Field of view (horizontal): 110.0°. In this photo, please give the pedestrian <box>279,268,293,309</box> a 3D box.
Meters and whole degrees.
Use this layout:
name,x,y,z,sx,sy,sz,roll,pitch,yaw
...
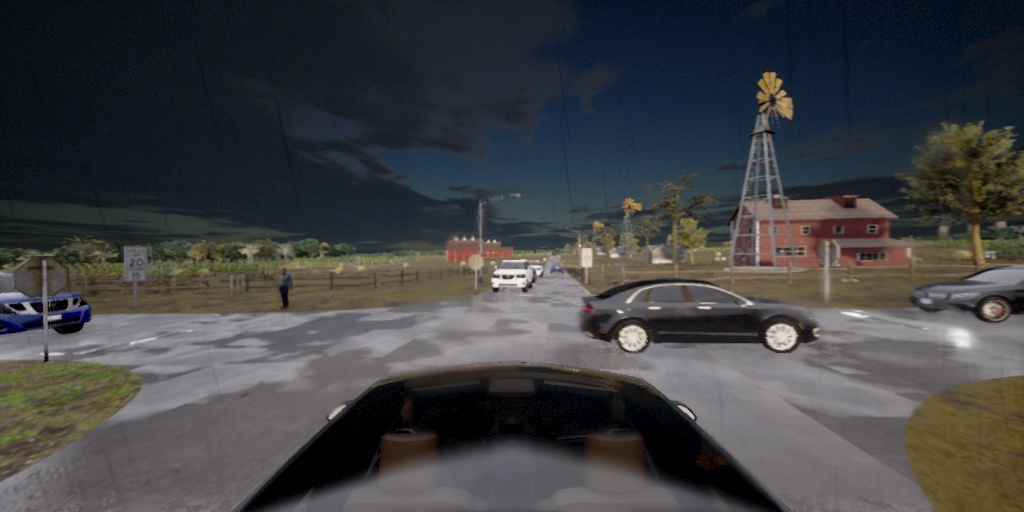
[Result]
name,x,y,z,sx,sy,sz,roll,pitch,yaw
pedestrian,-10.125,1.416,15.983,0.375,1.860,0.375,0,1,7

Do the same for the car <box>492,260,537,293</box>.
name,x,y,z,sx,sy,sz,roll,pitch,yaw
car,0.157,1.255,23.988,2.150,2.045,5.566,0,-1,9

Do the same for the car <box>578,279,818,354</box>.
name,x,y,z,sx,sy,sz,roll,pitch,yaw
car,4.002,1.268,8.211,4.892,1.490,1.837,-2,0,7

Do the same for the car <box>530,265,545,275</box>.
name,x,y,z,sx,sy,sz,roll,pitch,yaw
car,3.936,2.073,54.615,2.128,1.511,4.902,0,-1,7

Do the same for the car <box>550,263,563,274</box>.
name,x,y,z,sx,sy,sz,roll,pitch,yaw
car,7.622,2.063,60.925,2.097,1.767,4.553,0,-1,7

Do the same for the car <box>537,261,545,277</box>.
name,x,y,z,sx,sy,sz,roll,pitch,yaw
car,2.664,1.592,44.317,2.150,2.045,5.566,0,-1,7

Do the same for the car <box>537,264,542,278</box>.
name,x,y,z,sx,sy,sz,roll,pitch,yaw
car,1.438,1.736,34.158,2.033,1.411,5.357,0,-1,7

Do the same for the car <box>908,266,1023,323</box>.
name,x,y,z,sx,sy,sz,roll,pitch,yaw
car,14.172,0.982,9.932,4.674,1.442,1.812,-2,0,9

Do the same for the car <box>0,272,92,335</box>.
name,x,y,z,sx,sy,sz,roll,pitch,yaw
car,-15.939,1.499,10.688,5.566,2.045,2.150,-2,0,7
